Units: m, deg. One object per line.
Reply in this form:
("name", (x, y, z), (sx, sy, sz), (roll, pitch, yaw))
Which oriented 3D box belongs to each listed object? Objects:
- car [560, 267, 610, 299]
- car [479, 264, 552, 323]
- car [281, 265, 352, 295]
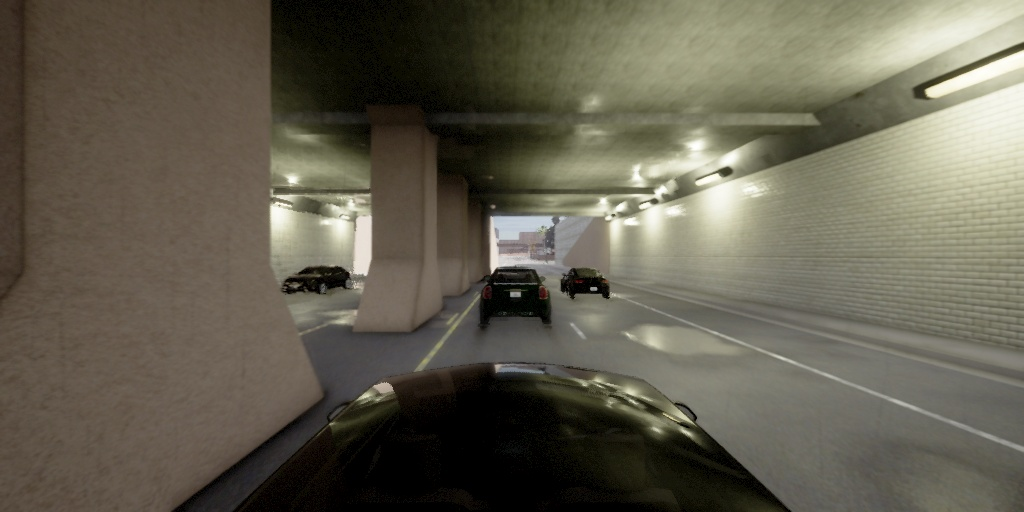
("car", (3.584, 1.276, 18.060), (1.812, 1.442, 4.674), (0, 0, 0))
("car", (0.099, 1.102, 12.189), (2.097, 1.767, 4.553), (0, 0, 0))
("car", (-10.602, 1.255, 19.892), (1.837, 1.490, 4.892), (0, 0, 0))
